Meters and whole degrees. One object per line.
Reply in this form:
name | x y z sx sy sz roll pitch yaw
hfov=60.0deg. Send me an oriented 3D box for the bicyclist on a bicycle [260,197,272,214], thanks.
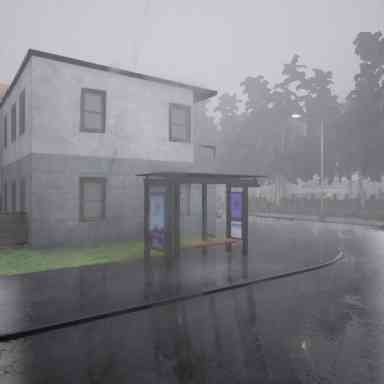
bicyclist on a bicycle | 7.200 1.349 32.448 1.656 1.620 0.582 0 0 -35
